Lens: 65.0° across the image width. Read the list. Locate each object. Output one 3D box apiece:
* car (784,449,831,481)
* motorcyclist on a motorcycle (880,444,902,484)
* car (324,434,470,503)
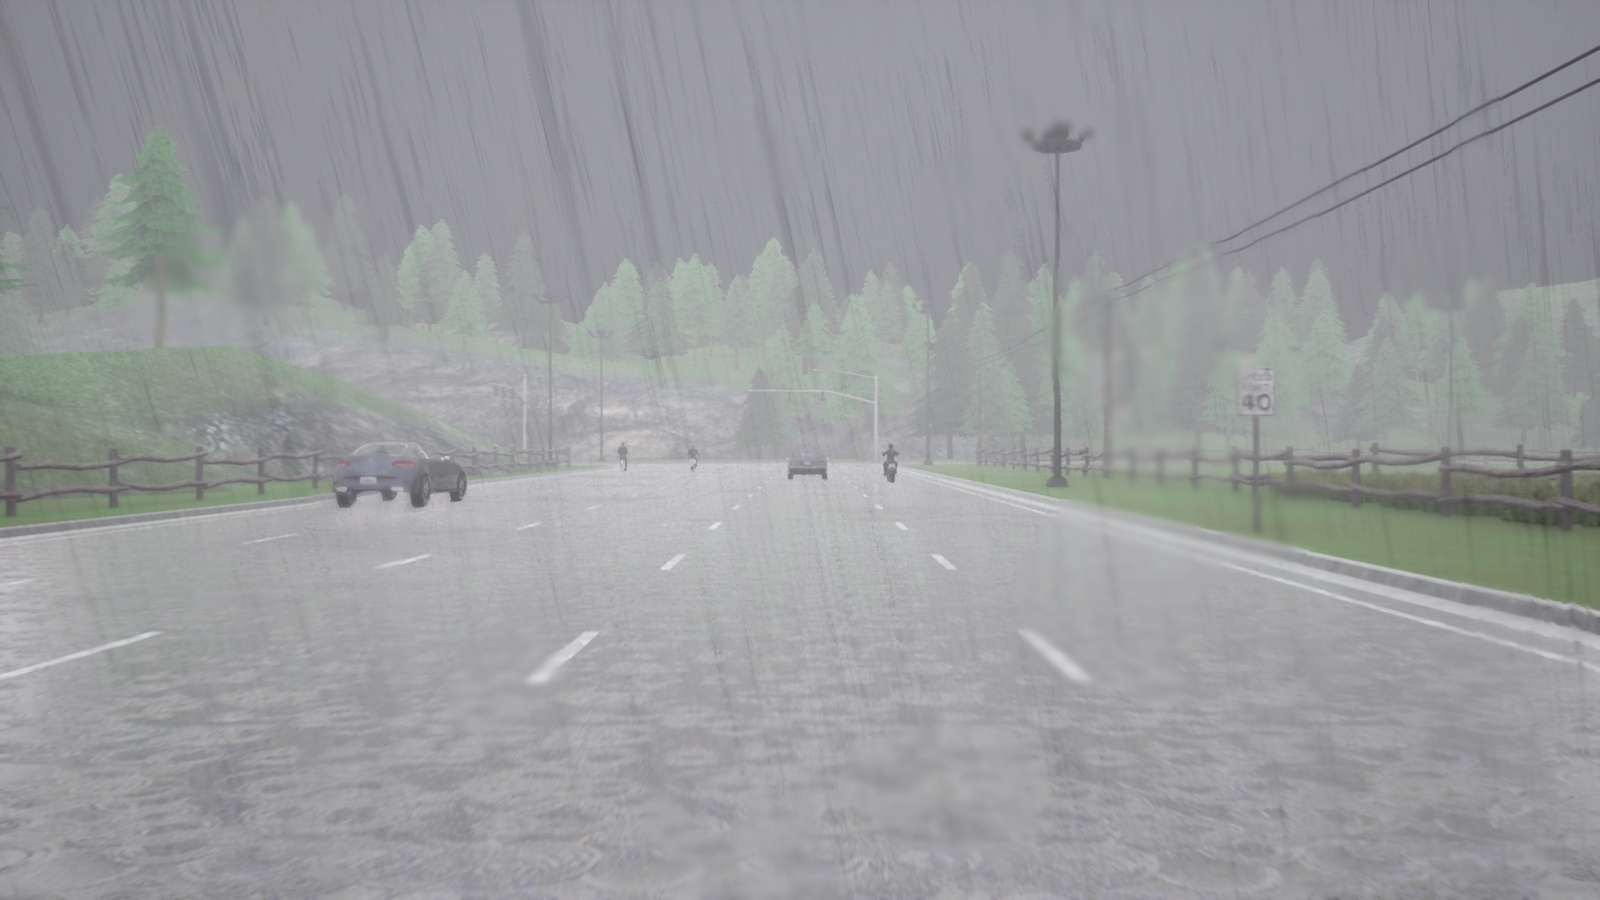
[{"bbox_3d":[0.348,0.644,58.020,2.033,1.411,5.357,0,0,0],"label":"car"},{"bbox_3d":[3.818,0.563,52.842,0.766,1.649,2.350,0,0,0],"label":"motorcyclist on a motorcycle"},{"bbox_3d":[-10.298,0.433,32.581,2.152,1.651,5.027,0,0,0],"label":"car"}]
